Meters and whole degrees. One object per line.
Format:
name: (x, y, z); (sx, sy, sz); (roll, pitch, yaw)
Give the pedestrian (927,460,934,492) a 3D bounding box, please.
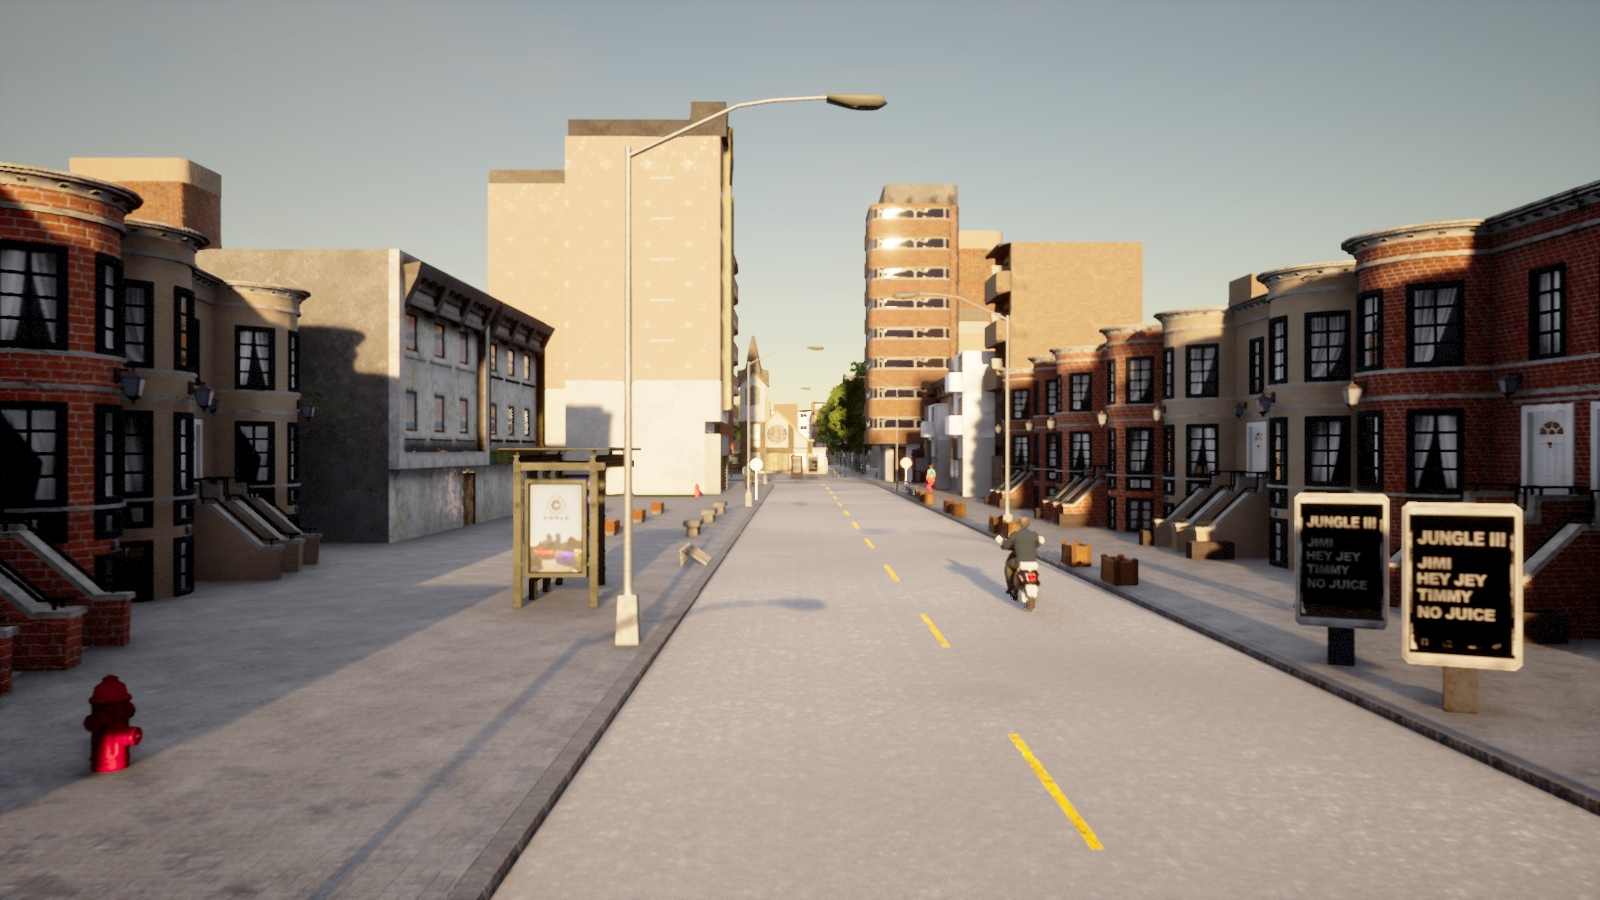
pedestrian: (7.693, 1.525, 67.313); (0.375, 1.860, 0.375); (0, 0, -1)
